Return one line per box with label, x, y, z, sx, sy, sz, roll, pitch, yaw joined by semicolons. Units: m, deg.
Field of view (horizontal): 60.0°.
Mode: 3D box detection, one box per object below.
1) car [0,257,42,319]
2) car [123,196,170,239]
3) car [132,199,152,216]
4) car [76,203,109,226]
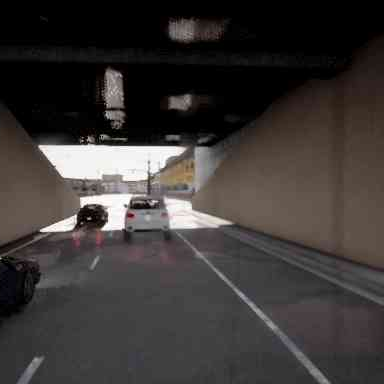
car;-3.931;1.567;4.900;2.033;1.411;5.357;0;0;-8
car;-2.422;1.200;17.609;2.150;2.045;5.566;0;0;-10
car;-5.097;1.486;33.269;1.812;1.442;4.674;0;0;-10
car;-6.963;1.524;23.578;1.812;1.442;4.674;0;0;-9
